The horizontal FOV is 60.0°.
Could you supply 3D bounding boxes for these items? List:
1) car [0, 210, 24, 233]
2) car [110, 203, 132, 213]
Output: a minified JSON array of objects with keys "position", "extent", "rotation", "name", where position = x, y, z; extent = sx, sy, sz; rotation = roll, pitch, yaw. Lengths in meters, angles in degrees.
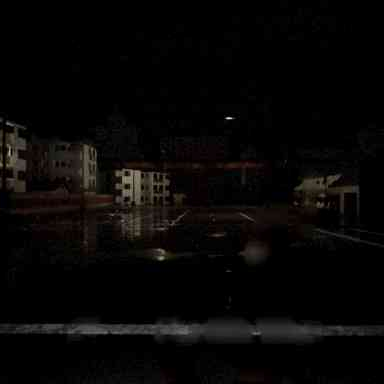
[{"position":[-12.275,1.665,18.995],"extent":[1.882,1.535,5.008],"rotation":[2,1,31],"name":"car"},{"position":[-9.580,2.098,44.911],"extent":[1.895,1.301,4.718],"rotation":[0,-1,2],"name":"car"}]
